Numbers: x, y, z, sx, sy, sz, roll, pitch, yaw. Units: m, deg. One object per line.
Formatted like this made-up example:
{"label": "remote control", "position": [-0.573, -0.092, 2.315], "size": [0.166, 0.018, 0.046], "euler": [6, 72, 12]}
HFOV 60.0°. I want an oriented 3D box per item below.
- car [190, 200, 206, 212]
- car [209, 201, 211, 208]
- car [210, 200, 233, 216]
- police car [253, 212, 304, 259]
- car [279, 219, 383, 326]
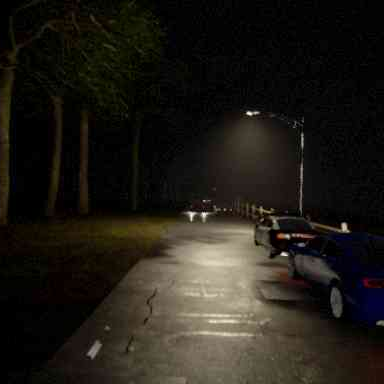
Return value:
{"label": "car", "position": [0.791, 1.748, 43.148], "size": [1.882, 1.535, 5.008], "euler": [2, 0, 1]}
{"label": "car", "position": [3.748, 1.927, 53.219], "size": [1.994, 1.385, 4.181], "euler": [2, 0, 1]}
{"label": "car", "position": [3.449, 1.870, 36.657], "size": [2.033, 1.411, 5.357], "euler": [2, 0, 1]}
{"label": "police car", "position": [3.760, 1.645, 13.679], "size": [1.930, 1.638, 5.238], "euler": [2, 0, 1]}
{"label": "car", "position": [3.632, 1.653, 7.567], "size": [1.882, 1.535, 5.008], "euler": [2, 0, 1]}
